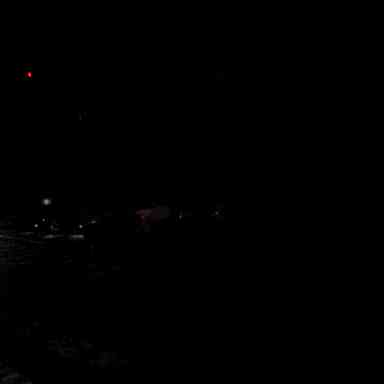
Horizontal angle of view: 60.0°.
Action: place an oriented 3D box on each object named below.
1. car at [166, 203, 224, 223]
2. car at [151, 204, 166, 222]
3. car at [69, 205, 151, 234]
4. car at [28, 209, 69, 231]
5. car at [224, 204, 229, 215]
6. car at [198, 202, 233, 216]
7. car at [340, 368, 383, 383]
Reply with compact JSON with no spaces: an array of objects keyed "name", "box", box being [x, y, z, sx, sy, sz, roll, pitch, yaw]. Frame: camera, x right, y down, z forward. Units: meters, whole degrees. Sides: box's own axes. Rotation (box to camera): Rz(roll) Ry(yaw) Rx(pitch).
[{"name":"car","box":[0.364,1.771,28.503,2.128,1.511,4.902,1,0,35]},{"name":"car","box":[-3.063,1.766,29.290,1.812,1.442,4.674,1,0,35]},{"name":"car","box":[-5.002,1.727,20.947,1.812,1.442,4.674,1,0,36]},{"name":"car","box":[-8.213,1.766,22.043,1.895,1.301,4.718,1,0,35]},{"name":"car","box":[5.710,1.885,36.027,1.812,1.442,4.674,1,0,36]},{"name":"car","box":[2.707,1.890,37.388,1.994,1.385,4.181,1,0,36]},{"name":"car","box":[2.696,1.535,1.036,4.507,1.381,1.887,0,1,35]}]
